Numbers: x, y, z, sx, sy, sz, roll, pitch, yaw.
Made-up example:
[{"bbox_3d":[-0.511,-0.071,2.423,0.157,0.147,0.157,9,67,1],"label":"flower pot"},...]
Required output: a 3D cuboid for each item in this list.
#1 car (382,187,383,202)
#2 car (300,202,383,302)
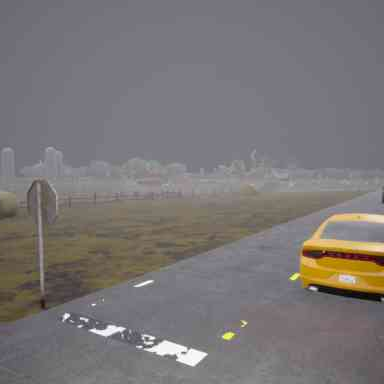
[{"bbox_3d":[20.068,0.054,32.760,2.150,2.045,5.566,0,2,33],"label":"car"},{"bbox_3d":[3.944,1.231,7.673,1.882,1.535,5.008,0,2,33],"label":"car"}]
